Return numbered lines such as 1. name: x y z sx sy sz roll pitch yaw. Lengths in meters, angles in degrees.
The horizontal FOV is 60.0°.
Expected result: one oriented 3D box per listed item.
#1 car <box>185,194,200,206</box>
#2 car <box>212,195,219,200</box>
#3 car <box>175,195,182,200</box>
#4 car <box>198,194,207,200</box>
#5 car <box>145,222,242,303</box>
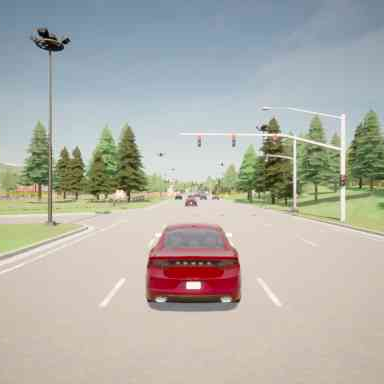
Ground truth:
1. car: -0.151 1.525 52.877 1.812 1.442 4.674 0 0 0
2. car: 6.728 1.525 94.344 2.128 1.511 4.902 0 0 0
3. car: -3.772 1.478 94.313 1.882 1.535 5.008 0 0 0
4. car: 3.228 1.524 94.334 1.812 1.442 4.674 0 0 0
5. car: 0.039 1.478 8.275 1.882 1.535 5.008 0 0 0
